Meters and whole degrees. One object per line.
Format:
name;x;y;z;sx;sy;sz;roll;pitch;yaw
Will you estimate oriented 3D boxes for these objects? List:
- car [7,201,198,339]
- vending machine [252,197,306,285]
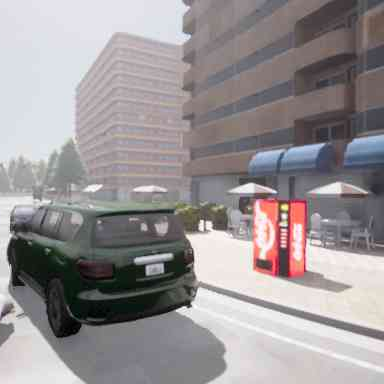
car;-2.193;1.187;6.896;2.150;2.045;5.566;0;0;-38
vending machine;2.276;1.188;8.698;1.100;2.100;0.880;0;0;-42
